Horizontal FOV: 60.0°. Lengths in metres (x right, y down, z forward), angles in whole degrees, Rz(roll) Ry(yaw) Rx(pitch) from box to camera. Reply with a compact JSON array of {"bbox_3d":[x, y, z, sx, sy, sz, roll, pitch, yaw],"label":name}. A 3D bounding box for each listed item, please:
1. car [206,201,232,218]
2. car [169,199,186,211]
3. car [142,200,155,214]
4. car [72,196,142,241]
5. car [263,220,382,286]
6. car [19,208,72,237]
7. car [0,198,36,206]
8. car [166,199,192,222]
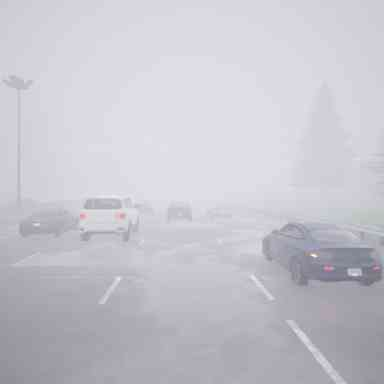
[{"bbox_3d":[2.317,1.506,29.280,1.812,1.442,4.674,0,0,-3],"label":"car"},{"bbox_3d":[-1.837,1.536,40.759,1.994,1.385,4.181,0,0,-3],"label":"car"},{"bbox_3d":[-4.969,1.503,34.125,1.812,1.442,4.674,0,0,-3],"label":"car"},{"bbox_3d":[-3.992,1.207,16.709,2.150,2.045,5.566,0,0,-3],"label":"car"},{"bbox_3d":[3.348,1.519,9.322,1.812,1.442,4.674,0,0,-2],"label":"car"},{"bbox_3d":[-7.581,1.551,18.077,1.994,1.385,4.181,0,0,-3],"label":"car"},{"bbox_3d":[-19.386,1.479,37.855,1.837,1.490,4.892,0,0,-3],"label":"car"},{"bbox_3d":[-1.033,1.460,26.496,1.882,1.535,5.008,0,0,-3],"label":"car"}]
